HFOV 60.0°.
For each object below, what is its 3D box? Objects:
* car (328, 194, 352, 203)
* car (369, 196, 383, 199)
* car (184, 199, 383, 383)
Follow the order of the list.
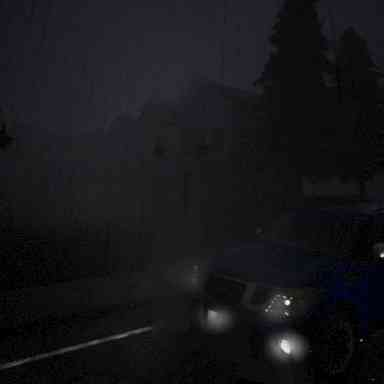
[{"bbox_3d":[33.599,1.415,75.741,1.932,1.855,4.605,0,0,-36],"label":"car"},{"bbox_3d":[28.723,1.331,50.288,1.932,1.855,4.605,0,0,-36],"label":"car"},{"bbox_3d":[2.546,1.247,5.783,5.566,2.045,2.150,1,0,-35],"label":"car"}]
